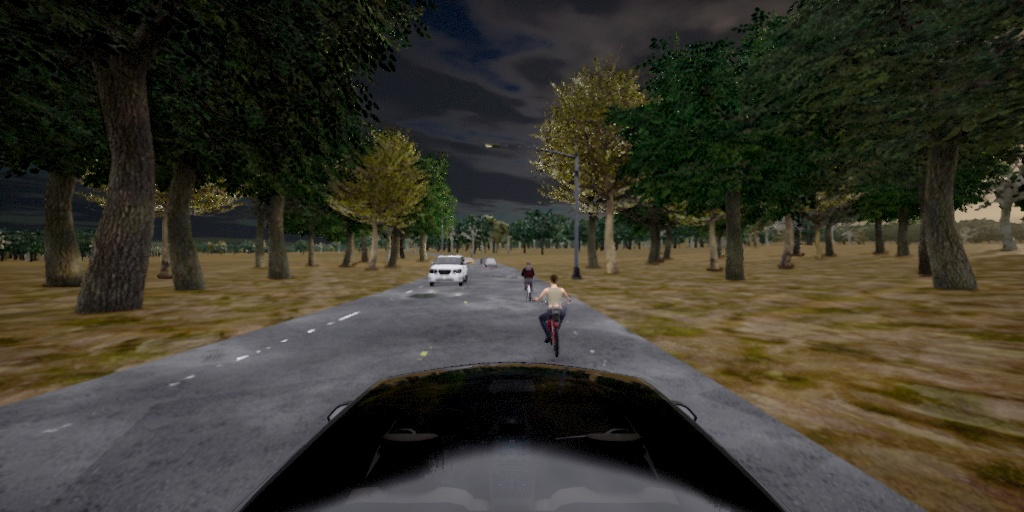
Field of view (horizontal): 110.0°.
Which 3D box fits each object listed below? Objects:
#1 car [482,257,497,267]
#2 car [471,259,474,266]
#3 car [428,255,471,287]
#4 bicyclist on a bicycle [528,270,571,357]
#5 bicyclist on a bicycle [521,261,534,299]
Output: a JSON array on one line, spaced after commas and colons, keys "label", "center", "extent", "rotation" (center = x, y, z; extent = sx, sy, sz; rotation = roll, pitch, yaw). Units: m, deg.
[{"label": "car", "center": [-3.661, 1.065, 60.422], "extent": [1.812, 1.442, 4.674], "rotation": [0, 1, -7]}, {"label": "car", "center": [-7.870, 0.969, 64.780], "extent": [1.882, 1.535, 5.008], "rotation": [0, 0, -7]}, {"label": "car", "center": [-4.226, 0.929, 24.469], "extent": [2.150, 2.045, 5.566], "rotation": [0, 0, -3]}, {"label": "bicyclist on a bicycle", "center": [0.864, 1.183, 7.537], "extent": [0.866, 1.612, 1.509], "rotation": [0, 0, 0]}, {"label": "bicyclist on a bicycle", "center": [0.700, 1.105, 15.696], "extent": [0.659, 1.776, 1.843], "rotation": [0, 0, -2]}]
